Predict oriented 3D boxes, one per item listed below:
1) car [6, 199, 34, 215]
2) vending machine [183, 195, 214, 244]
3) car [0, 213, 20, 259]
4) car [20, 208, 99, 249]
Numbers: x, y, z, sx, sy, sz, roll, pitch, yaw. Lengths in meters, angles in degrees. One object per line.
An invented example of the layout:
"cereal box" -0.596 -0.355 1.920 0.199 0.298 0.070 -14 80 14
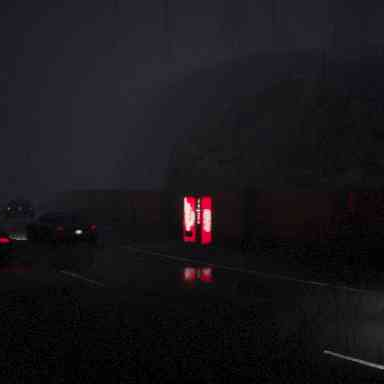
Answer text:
"car" -14.793 1.353 28.616 2.097 1.767 4.553 0 0 -27
"vending machine" 0.287 1.195 15.033 1.100 2.100 0.880 0 0 -45
"car" -7.939 1.548 11.736 2.033 1.411 5.357 0 0 -42
"car" -5.814 1.564 14.689 1.994 1.385 4.181 0 0 -41
